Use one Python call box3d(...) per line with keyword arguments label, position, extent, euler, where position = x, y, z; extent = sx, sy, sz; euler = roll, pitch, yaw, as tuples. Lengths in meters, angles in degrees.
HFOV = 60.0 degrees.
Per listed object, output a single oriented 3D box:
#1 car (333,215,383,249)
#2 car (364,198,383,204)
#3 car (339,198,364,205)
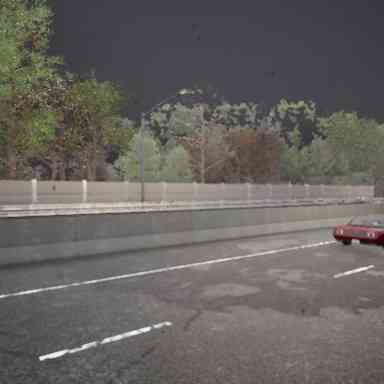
box3d(label="car", position=(8.056, 1.605, 14.051), extent=(4.718, 1.301, 1.895), euler=(0, 0, -36))
box3d(label="car", position=(25.437, 1.552, 44.457), extent=(4.892, 1.490, 1.837), euler=(0, -1, -36))
box3d(label="car", position=(22.591, 1.546, 46.718), extent=(5.008, 1.535, 1.882), euler=(0, 0, -36))
